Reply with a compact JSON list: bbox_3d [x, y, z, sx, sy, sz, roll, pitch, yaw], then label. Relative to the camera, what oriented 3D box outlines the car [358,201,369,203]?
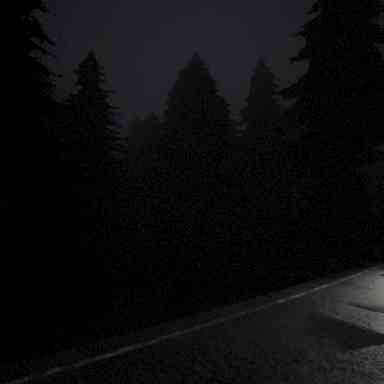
[{"bbox_3d":[27.414,2.117,53.645,2.128,1.511,4.902,1,-1,-20],"label":"car"}]
